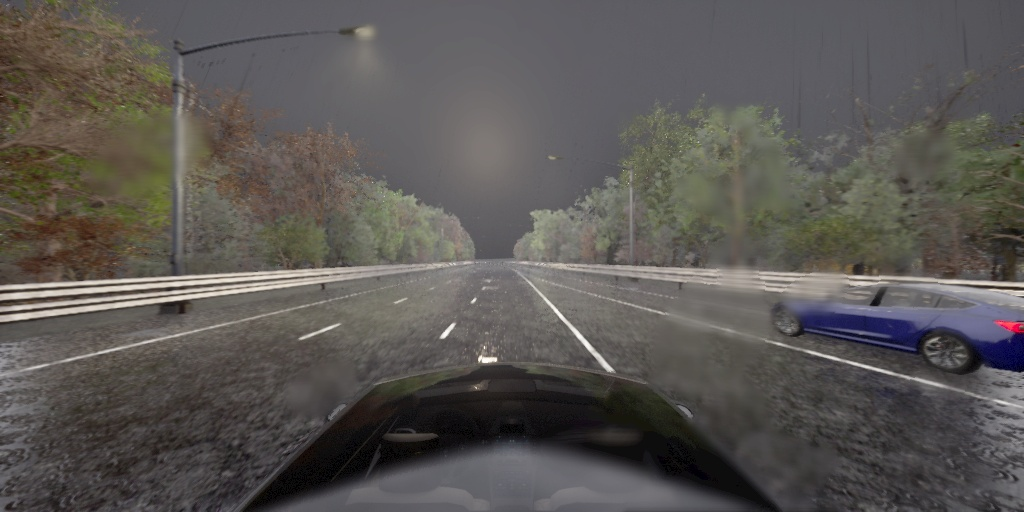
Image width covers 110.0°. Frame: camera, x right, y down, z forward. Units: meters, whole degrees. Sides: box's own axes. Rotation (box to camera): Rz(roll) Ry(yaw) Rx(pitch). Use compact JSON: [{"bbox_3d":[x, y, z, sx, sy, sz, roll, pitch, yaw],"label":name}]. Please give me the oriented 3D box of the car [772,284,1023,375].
[{"bbox_3d":[8.238,1.315,7.770,2.163,1.488,4.792,0,0,-9],"label":"car"}]
